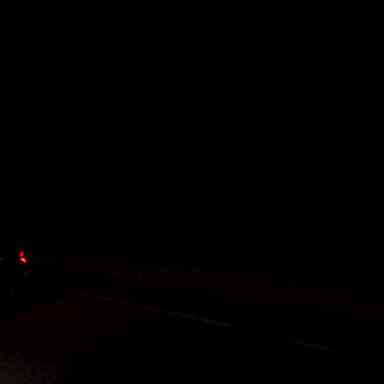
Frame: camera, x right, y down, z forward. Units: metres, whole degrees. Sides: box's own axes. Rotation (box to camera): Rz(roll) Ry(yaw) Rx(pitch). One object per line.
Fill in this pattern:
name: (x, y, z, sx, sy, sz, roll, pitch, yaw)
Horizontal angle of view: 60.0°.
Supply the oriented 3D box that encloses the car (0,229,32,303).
car: (-5.434, 1.339, 6.650, 4.553, 1.767, 2.097, 0, 0, 27)
